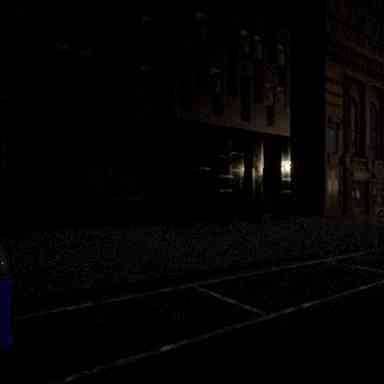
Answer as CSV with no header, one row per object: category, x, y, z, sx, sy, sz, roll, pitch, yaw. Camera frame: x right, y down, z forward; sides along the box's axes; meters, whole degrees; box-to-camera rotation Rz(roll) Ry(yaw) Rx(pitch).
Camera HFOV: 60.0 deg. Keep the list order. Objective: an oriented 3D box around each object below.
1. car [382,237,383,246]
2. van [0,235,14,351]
car,9.409,1.664,13.363,4.829,1.417,1.752,1,0,-36
van,-4.171,1.329,3.673,3.998,1.788,1.690,1,0,-36
